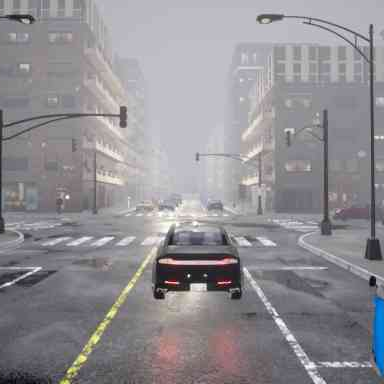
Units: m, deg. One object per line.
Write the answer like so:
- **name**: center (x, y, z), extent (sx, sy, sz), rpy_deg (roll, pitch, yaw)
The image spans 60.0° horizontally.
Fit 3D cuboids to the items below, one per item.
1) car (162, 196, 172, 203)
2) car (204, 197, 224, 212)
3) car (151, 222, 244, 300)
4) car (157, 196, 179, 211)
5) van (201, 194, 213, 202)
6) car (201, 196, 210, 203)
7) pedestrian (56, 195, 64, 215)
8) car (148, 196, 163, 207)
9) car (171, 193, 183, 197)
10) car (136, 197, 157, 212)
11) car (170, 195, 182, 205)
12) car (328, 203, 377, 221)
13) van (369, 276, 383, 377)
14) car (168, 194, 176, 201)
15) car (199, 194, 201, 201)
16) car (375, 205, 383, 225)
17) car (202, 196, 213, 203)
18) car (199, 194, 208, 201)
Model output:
- **car**: center (-5.516, 1.578, 73.721), extent (1.887, 1.381, 4.507), rpy_deg (1, 0, 0)
- **car**: center (2.789, 1.582, 39.847), extent (1.947, 1.339, 4.313), rpy_deg (1, 0, 0)
- **car**: center (0.119, 1.494, 8.389), extent (2.128, 1.511, 4.902), rpy_deg (0, 0, 0)
- **car**: center (-3.013, 1.563, 40.843), extent (2.033, 1.411, 5.357), rpy_deg (0, 0, 0)
- **van**: center (2.830, 1.365, 56.774), extent (1.690, 1.788, 3.998), rpy_deg (1, 0, 0)
- **car**: center (2.863, 1.615, 73.702), extent (1.802, 1.307, 4.206), rpy_deg (1, 0, 0)
- **pedestrian**: center (-12.471, 1.219, 31.322), extent (0.375, 1.860, 0.375), rpy_deg (0, -1, 1)
- **car**: center (-5.564, 1.461, 51.150), extent (1.967, 1.590, 4.097), rpy_deg (1, 0, 0)
- **car**: center (-2.929, 1.248, 61.484), extent (2.150, 2.045, 5.566), rpy_deg (0, 0, 1)
- **car**: center (-5.590, 1.541, 39.695), extent (1.752, 1.417, 4.829), rpy_deg (1, 0, 0)
- **car**: center (-2.983, 1.546, 50.747), extent (1.812, 1.442, 4.674), rpy_deg (0, 0, 0)
- **car**: center (13.703, 1.609, 28.008), extent (4.097, 1.590, 1.967), rpy_deg (0, -1, 1)
- **van**: center (2.678, 1.342, 1.900), extent (1.690, 1.788, 3.998), rpy_deg (1, 0, 0)
- **car**: center (-5.478, 1.484, 90.649), extent (1.967, 1.590, 4.097), rpy_deg (1, 0, 0)
- **car**: center (2.852, 1.555, 68.230), extent (1.752, 1.417, 4.829), rpy_deg (1, 0, 0)
- **car**: center (13.581, 1.584, 19.627), extent (4.313, 1.339, 1.947), rpy_deg (0, -1, 1)
- **car**: center (2.802, 1.569, 45.490), extent (2.008, 1.369, 4.403), rpy_deg (1, 0, 0)
- **car**: center (2.892, 1.355, 84.987), extent (2.192, 1.841, 5.009), rpy_deg (1, 0, 0)
